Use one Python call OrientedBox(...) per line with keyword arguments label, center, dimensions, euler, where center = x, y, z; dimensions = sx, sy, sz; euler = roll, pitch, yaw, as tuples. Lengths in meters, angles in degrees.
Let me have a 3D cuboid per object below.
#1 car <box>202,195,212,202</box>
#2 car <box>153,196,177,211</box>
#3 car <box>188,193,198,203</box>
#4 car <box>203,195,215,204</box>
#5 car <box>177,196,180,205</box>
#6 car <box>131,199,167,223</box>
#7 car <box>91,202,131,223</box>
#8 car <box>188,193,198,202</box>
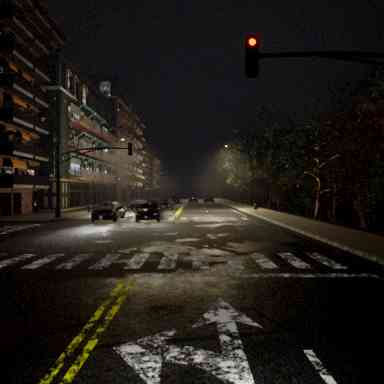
OrientedBox(label="car", center=(3.498, 1.498, 76.468), dimensions=(2.033, 1.411, 5.357), euler=(0, 0, 0))
OrientedBox(label="car", center=(-3.220, 1.512, 40.167), dimensions=(1.837, 1.490, 4.892), euler=(0, 0, 0))
OrientedBox(label="car", center=(0.316, 1.512, 66.466), dimensions=(2.128, 1.511, 4.902), euler=(0, 0, 0))
OrientedBox(label="car", center=(3.464, 1.525, 66.049), dimensions=(1.837, 1.490, 4.892), euler=(0, 0, 0))
OrientedBox(label="car", center=(-3.127, 1.523, 59.751), dimensions=(1.837, 1.490, 4.892), euler=(0, -1, 0))
OrientedBox(label="car", center=(-3.269, 1.535, 26.207), dimensions=(1.837, 1.490, 4.892), euler=(0, 0, 0))
OrientedBox(label="car", center=(-6.517, 1.530, 26.259), dimensions=(2.128, 1.511, 4.902), euler=(0, 1, 0))
OrientedBox(label="car", center=(0.249, 1.253, 76.556), dimensions=(2.150, 2.045, 5.566), euler=(0, 0, 0))
